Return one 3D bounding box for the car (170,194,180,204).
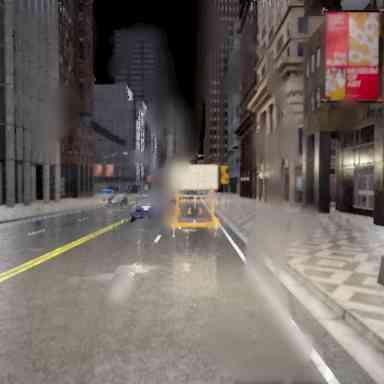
[{"bbox_3d":[-2.887,1.024,50.248,1.994,1.385,4.181,0,1,0],"label":"car"}]

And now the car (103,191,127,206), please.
[{"bbox_3d":[-9.604,1.033,43.279,2.128,1.511,4.902,0,1,1],"label":"car"}]

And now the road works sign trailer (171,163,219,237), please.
[{"bbox_3d":[0.155,0.305,17.015,2.380,3.560,2.880,0,1,0],"label":"road works sign trailer"}]

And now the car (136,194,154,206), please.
[{"bbox_3d":[-6.336,1.040,45.603,1.812,1.442,4.674,0,1,0],"label":"car"}]

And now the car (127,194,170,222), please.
[{"bbox_3d":[-3.024,1.118,24.049,2.097,1.767,4.553,0,1,0],"label":"car"}]
